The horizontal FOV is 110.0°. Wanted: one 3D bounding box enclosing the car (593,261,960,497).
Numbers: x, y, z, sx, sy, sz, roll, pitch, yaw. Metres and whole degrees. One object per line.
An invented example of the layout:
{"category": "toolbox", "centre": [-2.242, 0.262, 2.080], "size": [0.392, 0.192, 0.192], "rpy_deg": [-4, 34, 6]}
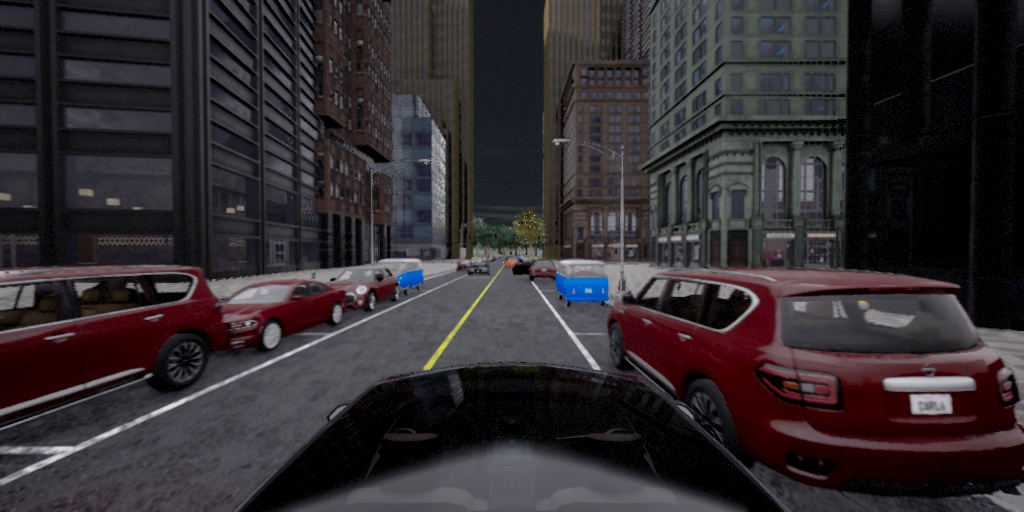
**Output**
{"category": "car", "centre": [2.788, 1.055, 4.765], "size": [2.192, 1.841, 5.009], "rpy_deg": [0, 0, 0]}

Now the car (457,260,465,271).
{"category": "car", "centre": [-5.776, 1.140, 44.713], "size": [1.888, 1.381, 4.507], "rpy_deg": [0, 0, 0]}

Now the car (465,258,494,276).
{"category": "car", "centre": [-3.099, 1.199, 34.784], "size": [1.994, 1.385, 4.181], "rpy_deg": [0, 0, 0]}

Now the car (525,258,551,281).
{"category": "car", "centre": [2.381, 1.010, 28.685], "size": [2.097, 1.767, 4.553], "rpy_deg": [0, 0, 0]}

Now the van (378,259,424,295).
{"category": "van", "centre": [-5.768, 1.034, 18.627], "size": [1.690, 1.789, 3.998], "rpy_deg": [0, 0, 0]}

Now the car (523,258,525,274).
{"category": "car", "centre": [2.750, 1.158, 45.416], "size": [1.948, 1.339, 4.313], "rpy_deg": [0, 0, 0]}

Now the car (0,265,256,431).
{"category": "car", "centre": [-5.764, 1.057, 3.969], "size": [2.192, 1.841, 5.009], "rpy_deg": [0, 0, 0]}

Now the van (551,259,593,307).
{"category": "van", "centre": [2.796, 1.046, 14.941], "size": [1.690, 1.789, 3.998], "rpy_deg": [0, 0, 0]}

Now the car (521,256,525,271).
{"category": "car", "centre": [2.748, 1.120, 50.618], "size": [2.007, 1.370, 4.403], "rpy_deg": [0, 0, 0]}

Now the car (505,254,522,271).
{"category": "car", "centre": [0.051, 0.903, 54.931], "size": [2.097, 1.767, 4.553], "rpy_deg": [0, 1, -1]}

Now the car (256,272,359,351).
{"category": "car", "centre": [-5.765, 1.271, 8.855], "size": [1.888, 1.381, 4.507], "rpy_deg": [0, 0, 0]}

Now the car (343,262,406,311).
{"category": "car", "centre": [-5.766, 1.149, 13.741], "size": [1.967, 1.591, 4.097], "rpy_deg": [0, 0, 0]}
